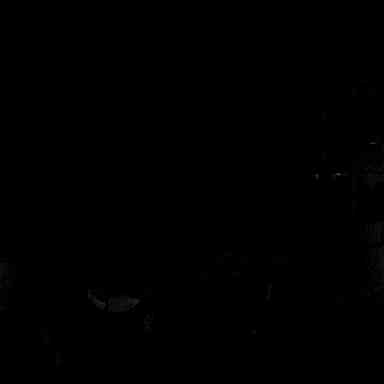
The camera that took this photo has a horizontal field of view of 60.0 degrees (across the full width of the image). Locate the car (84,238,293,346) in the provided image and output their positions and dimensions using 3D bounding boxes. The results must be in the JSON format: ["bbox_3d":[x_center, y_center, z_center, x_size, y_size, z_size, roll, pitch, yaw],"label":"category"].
[{"bbox_3d":[0.153,1.582,6.287,4.206,1.307,1.802,0,0,-35],"label":"car"}]
